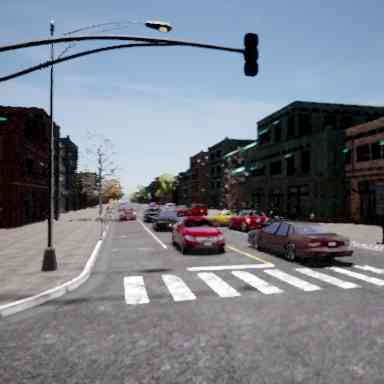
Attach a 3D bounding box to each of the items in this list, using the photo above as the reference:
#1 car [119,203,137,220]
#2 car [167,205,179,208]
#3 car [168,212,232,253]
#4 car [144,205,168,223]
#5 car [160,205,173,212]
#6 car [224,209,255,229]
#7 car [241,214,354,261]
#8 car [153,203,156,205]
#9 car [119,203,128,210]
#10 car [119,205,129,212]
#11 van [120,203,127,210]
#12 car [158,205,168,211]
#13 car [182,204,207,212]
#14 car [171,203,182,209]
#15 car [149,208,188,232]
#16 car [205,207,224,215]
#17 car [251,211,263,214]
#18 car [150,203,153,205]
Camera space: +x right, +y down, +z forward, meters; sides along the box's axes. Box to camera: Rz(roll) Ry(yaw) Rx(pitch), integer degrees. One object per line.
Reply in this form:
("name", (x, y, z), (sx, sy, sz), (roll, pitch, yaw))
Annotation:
("car", (-7.568, 2.473, 39.273), (1.967, 1.590, 4.097), (0, -2, -12))
("car", (-3.574, 2.886, 48.185), (1.895, 1.301, 4.718), (0, -2, -12))
("car", (0.182, 1.897, 15.662), (1.812, 1.442, 4.674), (0, -2, -11))
("car", (-4.082, 2.432, 35.472), (1.837, 1.490, 4.892), (0, -2, -12))
("car", (-5.260, 3.390, 68.149), (1.887, 1.381, 4.507), (0, -2, -12))
("car", (4.151, 2.069, 24.792), (1.967, 1.590, 4.097), (0, -2, -12))
("car", (4.109, 1.865, 13.622), (2.033, 1.411, 5.357), (0, -2, -14))
("car", (-7.613, 3.731, 78.989), (1.802, 1.307, 4.206), (0, -2, -12))
("car", (-16.981, 3.564, 82.637), (2.192, 1.841, 5.009), (0, -2, -12))
("car", (-14.626, 3.496, 71.791), (2.008, 1.369, 4.403), (0, -2, -12))
("van", (-18.158, 3.742, 88.056), (1.690, 1.788, 3.998), (0, -2, -12))
("car", (-6.437, 3.579, 73.568), (1.802, 1.307, 4.206), (0, -2, -12))
("car", (0.620, 2.401, 41.055), (2.192, 1.841, 5.009), (0, -2, -12))
("car", (-1.732, 2.830, 51.892), (1.967, 1.590, 4.097), (0, -2, -12))
("car", (-1.898, 2.208, 25.392), (1.994, 1.385, 4.181), (0, -2, -12))
("car", (2.939, 2.311, 30.375), (1.752, 1.417, 4.829), (0, -2, -12))
("car", (5.328, 2.043, 19.368), (1.947, 1.339, 4.313), (0, -2, -12))
("car", (-9.966, 4.035, 89.829), (1.802, 1.307, 4.206), (0, -2, -12))
